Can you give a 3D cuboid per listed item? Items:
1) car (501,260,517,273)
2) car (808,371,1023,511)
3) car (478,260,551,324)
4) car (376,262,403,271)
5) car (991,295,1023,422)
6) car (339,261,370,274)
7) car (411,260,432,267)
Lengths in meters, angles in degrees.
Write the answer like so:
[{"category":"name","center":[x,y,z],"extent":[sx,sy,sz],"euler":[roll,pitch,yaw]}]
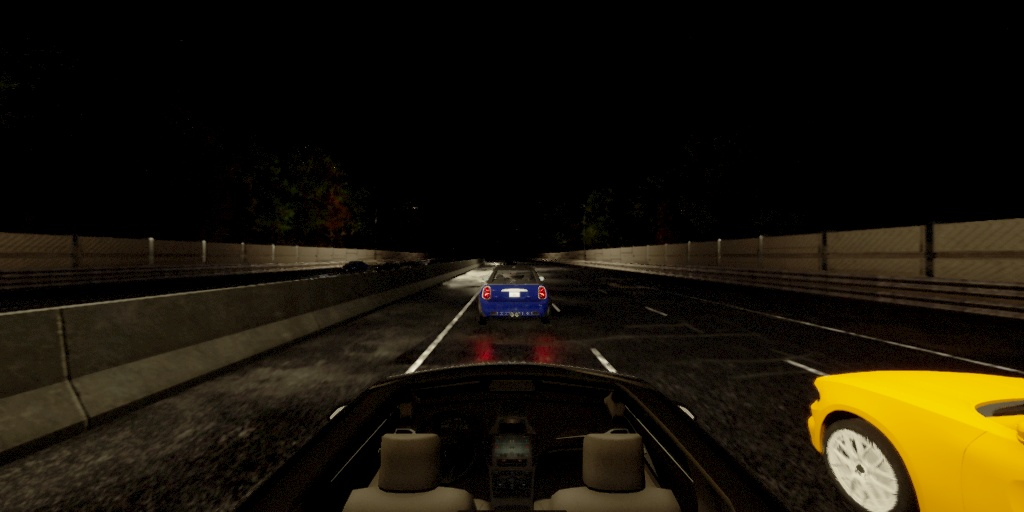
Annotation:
[{"category":"car","center":[-0.417,1.272,44.257],"extent":[1.837,1.490,4.892],"euler":[0,0,-1]},{"category":"car","center":[3.593,1.226,1.147],"extent":[1.882,1.535,5.008],"euler":[0,0,0]},{"category":"car","center":[0.060,1.106,12.193],"extent":[2.097,1.767,4.553],"euler":[0,0,0]},{"category":"car","center":[-14.573,1.366,42.894],"extent":[1.895,1.301,4.718],"euler":[0,0,-1]},{"category":"car","center":[7.092,1.253,2.176],"extent":[1.837,1.490,4.892],"euler":[0,0,0]},{"category":"car","center":[-18.044,1.290,41.405],"extent":[1.812,1.442,4.674],"euler":[0,0,-1]},{"category":"car","center":[-11.103,1.258,44.346],"extent":[2.128,1.511,4.902],"euler":[0,0,-1]}]
